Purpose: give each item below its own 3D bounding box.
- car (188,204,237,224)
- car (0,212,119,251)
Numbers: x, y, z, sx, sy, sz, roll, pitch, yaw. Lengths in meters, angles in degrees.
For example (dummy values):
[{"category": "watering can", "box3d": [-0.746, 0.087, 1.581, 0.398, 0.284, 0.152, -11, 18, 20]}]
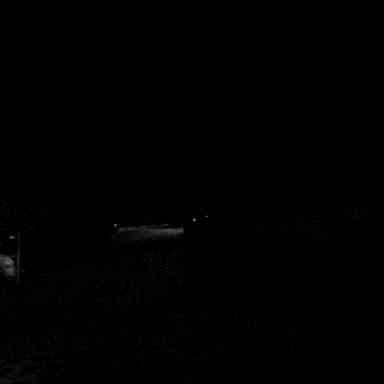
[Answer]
[{"category": "car", "box3d": [1.600, 1.689, 25.099, 2.128, 1.511, 4.902, 1, 0, 36]}, {"category": "car", "box3d": [-5.808, 1.621, 14.880, 2.033, 1.411, 5.357, 1, 0, 36]}]
